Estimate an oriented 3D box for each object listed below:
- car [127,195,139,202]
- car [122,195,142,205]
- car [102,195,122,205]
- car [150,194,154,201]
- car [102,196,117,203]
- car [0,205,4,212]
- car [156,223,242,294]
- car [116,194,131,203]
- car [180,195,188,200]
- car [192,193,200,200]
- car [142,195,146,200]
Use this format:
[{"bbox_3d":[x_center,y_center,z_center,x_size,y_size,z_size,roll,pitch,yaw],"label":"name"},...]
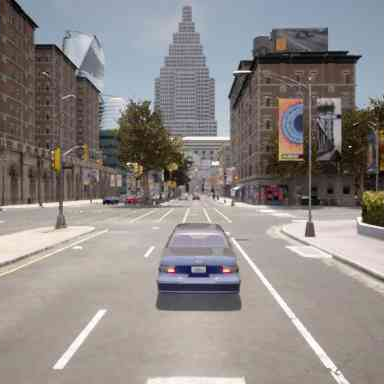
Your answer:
[{"bbox_3d":[-13.993,1.478,78.898,1.882,1.535,5.008,0,0,1],"label":"car"},{"bbox_3d":[-10.809,1.478,59.873,1.882,1.535,5.008,0,0,1],"label":"car"},{"bbox_3d":[-14.328,1.601,58.693,1.895,1.301,4.718,0,0,1],"label":"car"},{"bbox_3d":[-10.482,1.355,79.657,2.097,1.767,4.553,0,0,1],"label":"car"},{"bbox_3d":[-17.360,1.595,69.847,1.895,1.301,4.718,0,0,1],"label":"car"},{"bbox_3d":[-21.941,1.506,33.864,4.892,1.490,1.837,0,1,-10],"label":"car"},{"bbox_3d":[0.175,1.547,8.947,2.033,1.411,5.357,0,0,1],"label":"car"},{"bbox_3d":[-14.124,1.355,68.799,2.097,1.767,4.553,0,0,1],"label":"car"},{"bbox_3d":[-2.346,1.519,90.101,1.812,1.442,4.674,0,0,1],"label":"car"},{"bbox_3d":[1.154,1.350,90.026,2.097,1.767,4.553,0,0,1],"label":"car"},{"bbox_3d":[-10.612,1.500,69.669,1.837,1.490,4.892,0,0,1],"label":"car"}]
